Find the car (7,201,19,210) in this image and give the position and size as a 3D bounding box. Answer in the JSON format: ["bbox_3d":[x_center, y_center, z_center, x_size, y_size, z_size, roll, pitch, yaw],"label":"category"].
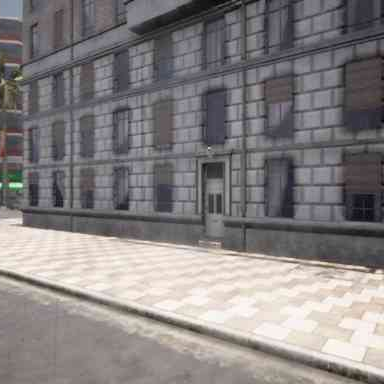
[{"bbox_3d":[-20.854,1.563,41.828,1.994,1.385,4.181,0,0,36],"label":"car"}]

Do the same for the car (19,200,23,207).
[{"bbox_3d":[-17.758,1.525,40.143,1.812,1.442,4.674,0,0,36],"label":"car"}]
